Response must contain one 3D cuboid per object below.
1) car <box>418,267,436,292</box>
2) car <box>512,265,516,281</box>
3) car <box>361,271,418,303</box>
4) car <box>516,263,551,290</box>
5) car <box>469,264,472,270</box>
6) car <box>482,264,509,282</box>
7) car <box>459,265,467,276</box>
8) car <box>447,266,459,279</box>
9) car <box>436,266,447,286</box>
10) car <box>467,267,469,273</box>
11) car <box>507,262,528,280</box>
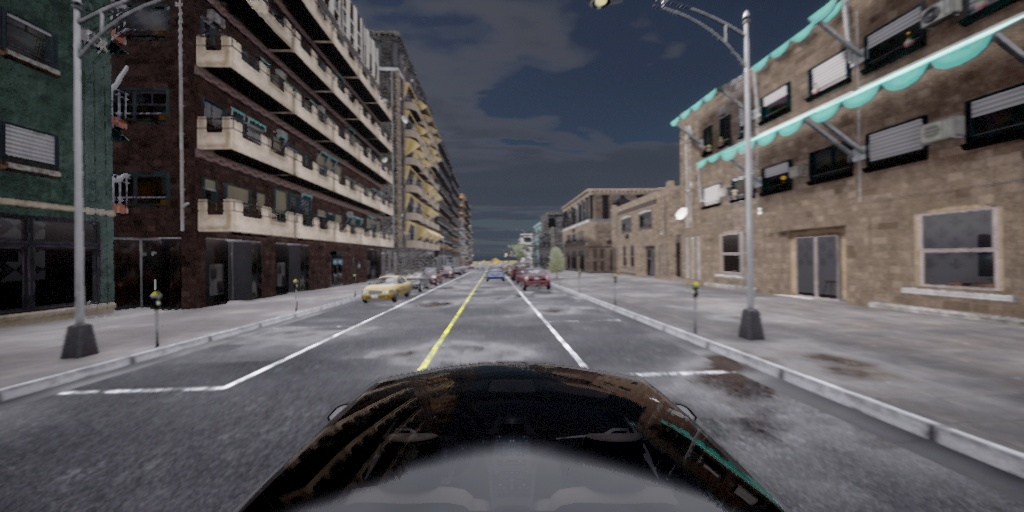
[{"bbox_3d":[-6.848,1.747,25.133,2.007,1.370,4.403,0,0,-3],"label":"car"},{"bbox_3d":[1.245,1.752,31.214,1.802,1.307,4.207,0,0,-3],"label":"car"},{"bbox_3d":[-6.596,1.633,19.291,1.751,1.417,4.829,0,0,-3],"label":"car"},{"bbox_3d":[1.563,1.520,25.548,1.967,1.591,4.097,0,0,-3],"label":"car"},{"bbox_3d":[-8.905,2.377,64.817,2.007,1.370,4.403,0,0,-3],"label":"car"},{"bbox_3d":[-1.673,1.838,36.449,2.033,1.411,5.357,-1,-1,-3],"label":"car"},{"bbox_3d":[-8.311,2.211,53.478,1.948,1.339,4.313,0,0,-3],"label":"car"},{"bbox_3d":[-7.724,1.905,42.140,1.967,1.591,4.097,0,0,-3],"label":"car"},{"bbox_3d":[-7.109,1.725,30.803,1.967,1.591,4.097,0,0,-3],"label":"car"},{"bbox_3d":[-8.608,2.281,59.147,1.888,1.381,4.507,0,0,-3],"label":"car"},{"bbox_3d":[0.949,1.574,36.884,2.192,1.841,5.009,0,0,-3],"label":"car"}]
